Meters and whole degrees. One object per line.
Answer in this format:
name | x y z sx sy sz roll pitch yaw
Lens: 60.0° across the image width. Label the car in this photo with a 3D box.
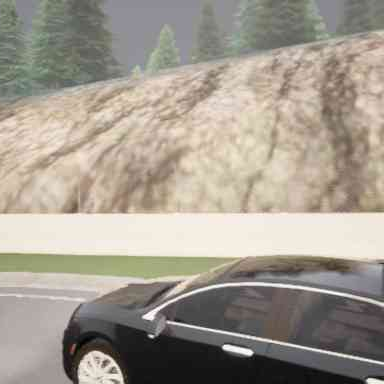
car | 0.825 1.392 3.223 4.892 1.490 1.837 0 0 31
